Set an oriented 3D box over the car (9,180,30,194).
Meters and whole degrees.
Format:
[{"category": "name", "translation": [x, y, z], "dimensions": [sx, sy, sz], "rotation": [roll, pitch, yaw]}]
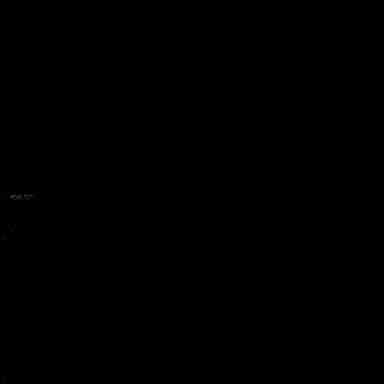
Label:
[{"category": "car", "translation": [-22.299, -0.724, 43.234], "dimensions": [2.097, 1.767, 4.553], "rotation": [0, 3, -14]}]
